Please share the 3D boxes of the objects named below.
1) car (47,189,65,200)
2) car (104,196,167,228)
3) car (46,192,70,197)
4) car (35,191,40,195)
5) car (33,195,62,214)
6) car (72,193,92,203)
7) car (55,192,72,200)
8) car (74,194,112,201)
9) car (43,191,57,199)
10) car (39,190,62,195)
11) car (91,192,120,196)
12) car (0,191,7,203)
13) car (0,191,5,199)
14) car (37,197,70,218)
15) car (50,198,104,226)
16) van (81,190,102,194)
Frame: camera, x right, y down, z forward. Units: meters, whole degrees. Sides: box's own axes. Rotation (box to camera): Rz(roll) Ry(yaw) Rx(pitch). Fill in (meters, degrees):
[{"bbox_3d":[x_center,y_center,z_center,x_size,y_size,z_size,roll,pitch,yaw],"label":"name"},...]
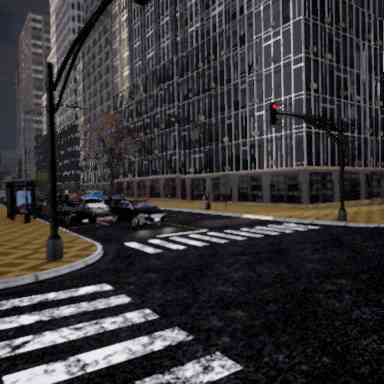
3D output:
[{"bbox_3d":[-26.305,0.460,64.332,2.192,1.841,5.009,-1,1,-34],"label":"car"},{"bbox_3d":[-3.297,1.230,20.339,2.128,1.511,4.902,-2,2,-34],"label":"car"},{"bbox_3d":[-14.329,1.081,36.518,1.837,1.490,4.892,-2,2,-34],"label":"car"},{"bbox_3d":[-35.913,0.547,78.420,2.008,1.369,4.403,-1,1,-34],"label":"car"},{"bbox_3d":[-14.046,1.259,31.420,1.947,1.339,4.313,-1,1,-34],"label":"car"},{"bbox_3d":[-16.690,0.875,50.253,1.802,1.307,4.206,-1,1,-34],"label":"car"},{"bbox_3d":[-23.098,0.776,59.643,1.802,1.307,4.206,-1,1,-34],"label":"car"},{"bbox_3d":[-8.497,1.188,27.965,1.812,1.442,4.674,-2,2,-34],"label":"car"},{"bbox_3d":[-29.507,0.536,69.029,1.967,1.590,4.097,-1,1,-34],"label":"car"},{"bbox_3d":[-23.825,0.801,56.079,1.837,1.490,4.892,-2,2,-34],"label":"car"},{"bbox_3d":[-7.979,1.025,32.871,2.128,1.511,4.902,-2,2,-34],"label":"car"},{"bbox_3d":[-30.019,1.001,54.922,2.008,1.369,4.403,-1,1,-34],"label":"car"},{"bbox_3d":[-42.834,0.693,73.699,1.967,1.590,4.097,-1,1,-34],"label":"car"},{"bbox_3d":[-10.890,1.324,26.694,1.802,1.307,4.206,-1,1,-34],"label":"car"},{"bbox_3d":[-7.701,1.355,21.987,1.947,1.339,4.313,-1,1,-34],"label":"car"},{"bbox_3d":[-13.491,0.682,45.553,1.690,1.788,3.998,-1,1,-34],"label":"van"}]
